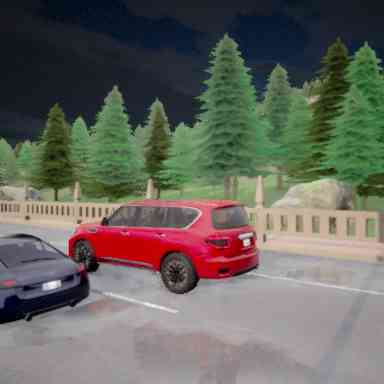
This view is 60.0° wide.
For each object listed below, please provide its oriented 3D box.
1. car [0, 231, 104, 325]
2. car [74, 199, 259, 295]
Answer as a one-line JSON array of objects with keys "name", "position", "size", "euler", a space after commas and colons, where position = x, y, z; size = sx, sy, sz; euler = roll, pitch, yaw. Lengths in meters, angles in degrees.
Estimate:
[{"name": "car", "position": [-4.032, 1.564, 6.865], "size": [4.181, 1.385, 1.994], "euler": [0, 0, 36]}, {"name": "car", "position": [-0.964, 1.221, 8.980], "size": [5.566, 2.045, 2.150], "euler": [0, 0, 36]}]
